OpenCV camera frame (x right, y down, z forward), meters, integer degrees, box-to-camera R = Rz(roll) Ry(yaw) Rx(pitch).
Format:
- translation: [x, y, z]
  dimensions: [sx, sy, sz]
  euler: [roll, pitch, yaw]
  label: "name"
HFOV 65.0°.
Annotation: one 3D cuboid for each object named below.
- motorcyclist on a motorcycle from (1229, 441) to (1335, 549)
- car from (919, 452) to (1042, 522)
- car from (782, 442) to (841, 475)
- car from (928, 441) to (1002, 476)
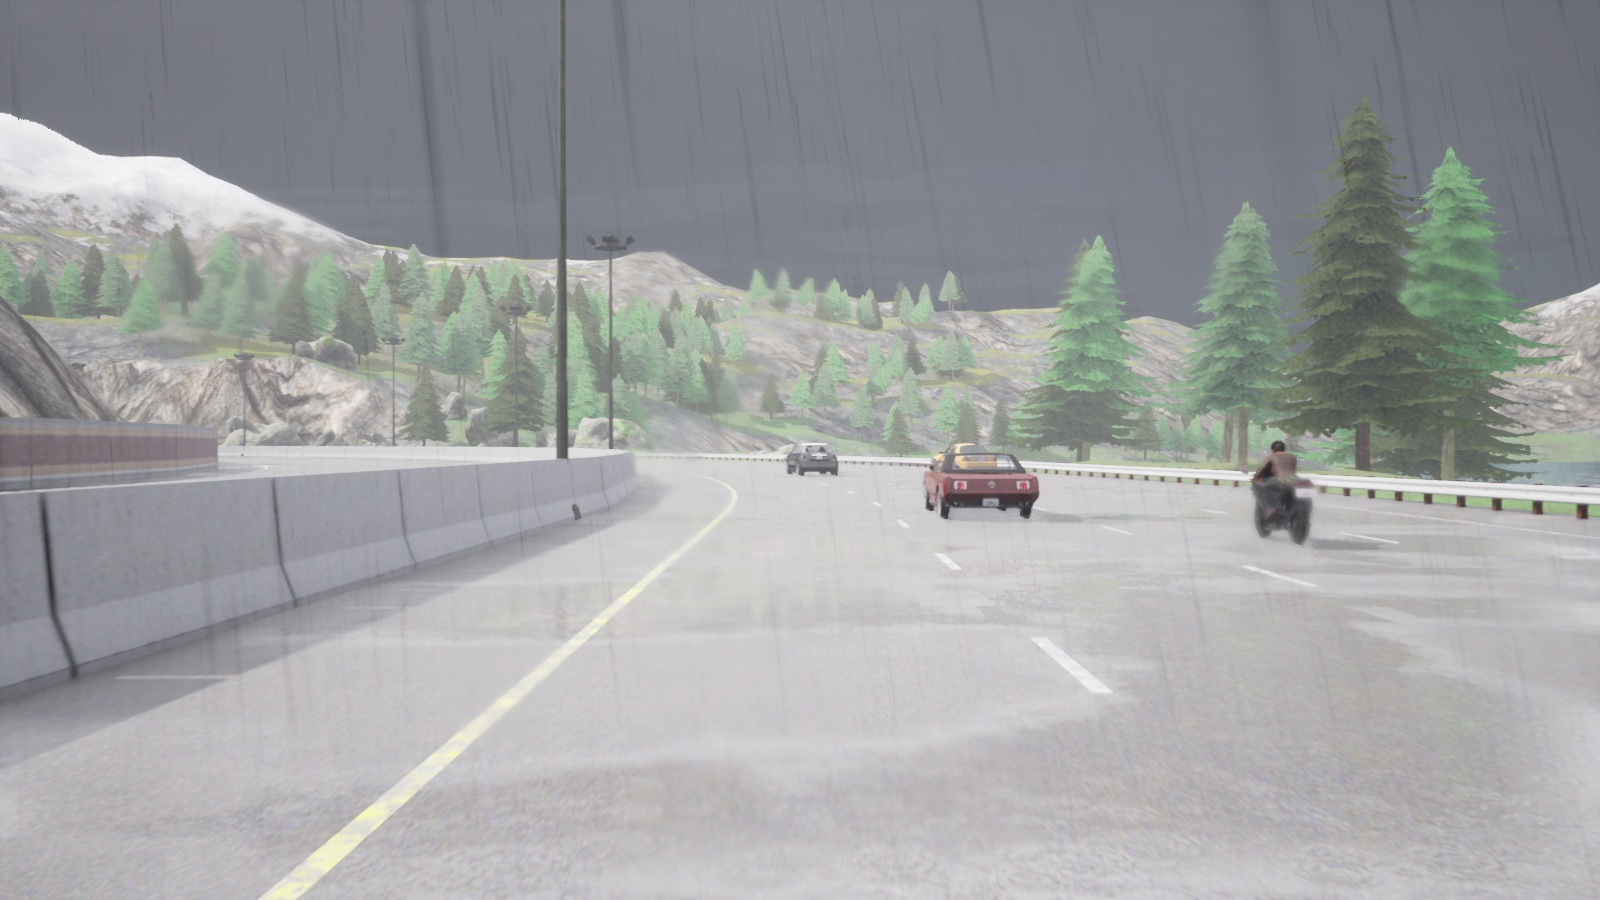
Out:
- translation: [7.123, 0.629, 18.672]
  dimensions: [0.797, 1.523, 2.044]
  euler: [0, 0, 0]
  label: "motorcyclist on a motorcycle"
- translation: [3.657, 0.702, 26.268]
  dimensions: [1.895, 1.301, 4.718]
  euler: [0, 0, 0]
  label: "car"
- translation: [0.483, 0.385, 58.035]
  dimensions: [1.970, 1.475, 3.806]
  euler: [0, 0, -11]
  label: "car"
- translation: [7.588, 0.363, 58.272]
  dimensions: [1.801, 1.575, 5.366]
  euler: [0, 0, -11]
  label: "car"
